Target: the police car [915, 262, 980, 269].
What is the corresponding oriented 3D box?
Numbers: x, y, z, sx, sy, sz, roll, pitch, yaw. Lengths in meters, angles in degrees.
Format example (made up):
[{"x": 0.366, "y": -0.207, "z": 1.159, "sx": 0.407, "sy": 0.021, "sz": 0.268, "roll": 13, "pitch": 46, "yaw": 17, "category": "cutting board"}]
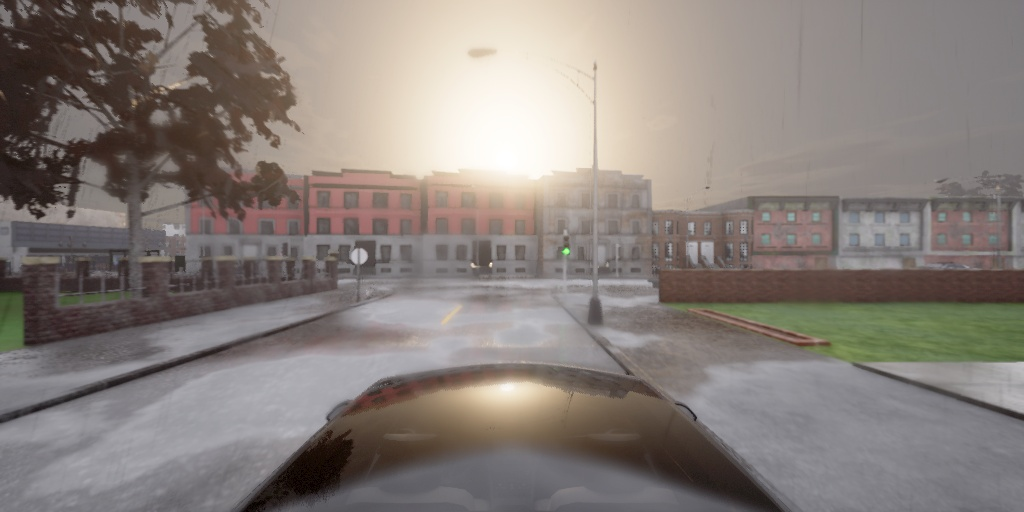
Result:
[{"x": 36.524, "y": 1.301, "z": 30.485, "sx": 4.974, "sy": 1.542, "sz": 2.038, "roll": 0, "pitch": 0, "yaw": 0, "category": "police car"}]
